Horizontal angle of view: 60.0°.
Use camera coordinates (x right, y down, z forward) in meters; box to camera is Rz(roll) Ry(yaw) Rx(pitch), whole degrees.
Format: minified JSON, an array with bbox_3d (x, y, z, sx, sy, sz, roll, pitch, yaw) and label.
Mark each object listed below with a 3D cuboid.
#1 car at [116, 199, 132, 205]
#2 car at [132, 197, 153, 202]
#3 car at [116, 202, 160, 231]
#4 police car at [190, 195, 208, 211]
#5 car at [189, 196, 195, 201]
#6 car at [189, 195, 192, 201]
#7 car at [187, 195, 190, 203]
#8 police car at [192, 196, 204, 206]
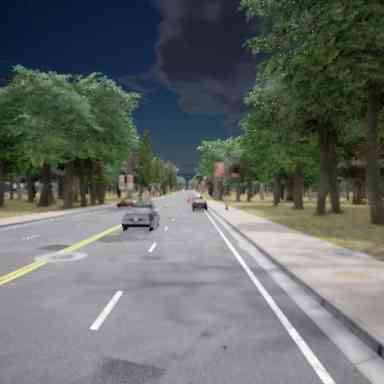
[{"bbox_3d":[-9.811,1.755,49.216,1.895,1.301,4.718,0,0,0],"label":"car"},{"bbox_3d":[-6.567,1.494,46.067,2.097,1.767,4.553,0,0,0],"label":"car"},{"bbox_3d":[-3.147,1.609,21.109,2.033,1.411,5.357,0,0,0],"label":"car"},{"bbox_3d":[0.983,1.555,42.313,1.930,1.638,5.238,0,0,0],"label":"police car"},{"bbox_3d":[0.017,1.907,94.996,1.895,1.301,4.718,0,0,0],"label":"car"},{"bbox_3d":[0.984,1.515,52.174,2.097,1.767,4.553,0,0,0],"label":"car"},{"bbox_3d":[0.013,1.483,75.838,2.097,1.767,4.553,0,0,0],"label":"car"},{"bbox_3d":[0.986,1.612,58.314,1.930,1.638,5.238,0,0,0],"label":"police car"}]
